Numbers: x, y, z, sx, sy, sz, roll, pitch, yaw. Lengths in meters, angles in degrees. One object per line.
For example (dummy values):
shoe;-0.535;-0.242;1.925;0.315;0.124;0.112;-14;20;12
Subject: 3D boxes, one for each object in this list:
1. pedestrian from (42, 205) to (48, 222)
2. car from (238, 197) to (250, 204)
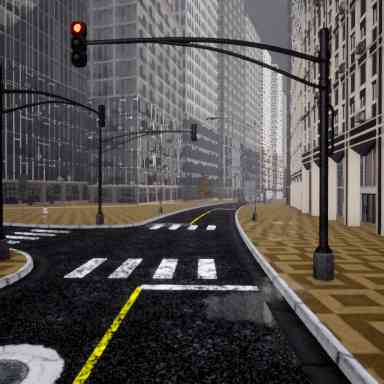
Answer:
pedestrian;-9.298;1.345;21.024;0.500;1.100;0.500;0;0;17
car;10.840;1.733;69.047;1.882;1.535;5.008;0;0;19
